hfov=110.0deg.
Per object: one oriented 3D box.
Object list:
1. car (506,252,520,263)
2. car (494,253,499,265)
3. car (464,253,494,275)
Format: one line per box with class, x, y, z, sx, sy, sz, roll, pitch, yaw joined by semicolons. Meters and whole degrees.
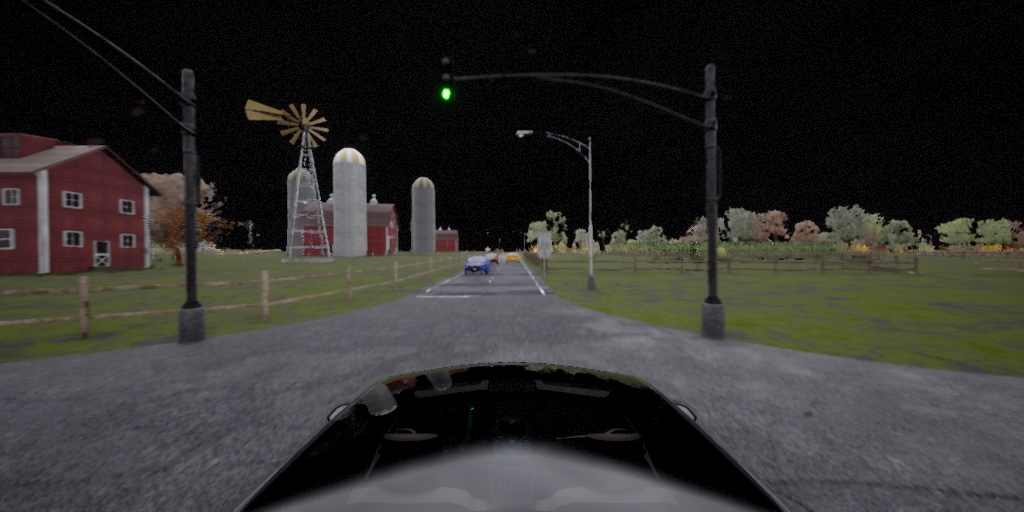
car;0.113;0.176;50.567;1.882;1.535;5.008;-1;1;0
car;-2.691;0.294;46.766;1.882;1.535;5.008;-1;1;1
car;-2.775;0.656;29.411;1.882;1.535;5.008;-1;1;0
